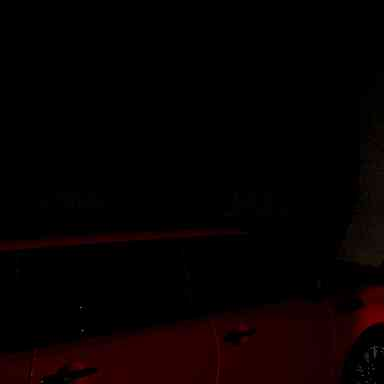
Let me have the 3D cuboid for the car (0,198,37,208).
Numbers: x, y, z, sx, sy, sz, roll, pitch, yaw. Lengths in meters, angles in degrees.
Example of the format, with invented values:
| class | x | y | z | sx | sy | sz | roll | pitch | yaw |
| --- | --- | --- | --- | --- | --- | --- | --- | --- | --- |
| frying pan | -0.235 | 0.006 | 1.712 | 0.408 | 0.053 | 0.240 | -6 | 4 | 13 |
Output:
| class | x | y | z | sx | sy | sz | roll | pitch | yaw |
| --- | --- | --- | --- | --- | --- | --- | --- | --- | --- |
| car | -7.916 | 1.221 | 11.060 | 5.566 | 2.045 | 2.150 | 0 | 0 | -32 |

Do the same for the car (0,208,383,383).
| class | x | y | z | sx | sy | sz | roll | pitch | yaw |
| --- | --- | --- | --- | --- | --- | --- | --- | --- | --- |
| car | -0.292 | 1.222 | 3.196 | 5.566 | 2.045 | 2.150 | 0 | 0 | -31 |

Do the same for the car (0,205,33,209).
| class | x | y | z | sx | sy | sz | roll | pitch | yaw |
| --- | --- | --- | --- | --- | --- | --- | --- | --- | --- |
| car | -6.394 | 1.352 | 7.860 | 4.553 | 1.767 | 2.097 | 0 | 0 | -32 |
